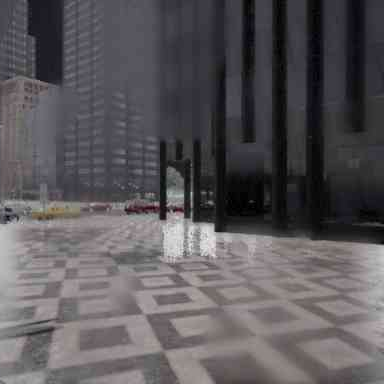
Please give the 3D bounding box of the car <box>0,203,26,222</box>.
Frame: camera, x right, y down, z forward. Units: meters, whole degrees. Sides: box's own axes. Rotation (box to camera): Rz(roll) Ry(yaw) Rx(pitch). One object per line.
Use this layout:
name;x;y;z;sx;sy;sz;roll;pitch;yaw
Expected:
car;-15.683;1.773;25.667;1.947;1.339;4.313;-1;-2;36

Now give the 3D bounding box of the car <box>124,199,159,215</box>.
car;-5.850;1.790;39.454;2.192;1.841;5.009;-1;-2;36

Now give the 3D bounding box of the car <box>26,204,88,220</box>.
car;-12.307;1.823;30.399;1.752;1.417;4.829;-1;-2;36

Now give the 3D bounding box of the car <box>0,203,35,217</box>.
car;-19.340;1.841;35.218;2.008;1.369;4.403;-1;-1;36

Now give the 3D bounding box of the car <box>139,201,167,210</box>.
car;-6.229;2.209;53.593;2.008;1.369;4.403;-1;-2;36

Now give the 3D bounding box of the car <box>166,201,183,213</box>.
car;-2.572;2.113;44.042;1.887;1.381;4.507;-1;-2;36

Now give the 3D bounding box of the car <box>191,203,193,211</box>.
car;0.711;2.245;48.641;1.802;1.307;4.206;-1;-2;36

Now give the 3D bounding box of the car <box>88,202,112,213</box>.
car;-12.784;2.015;44.406;1.887;1.381;4.507;-1;-2;36

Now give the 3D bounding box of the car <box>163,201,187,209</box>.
car;-2.951;2.304;58.187;2.008;1.369;4.403;-1;-2;36
